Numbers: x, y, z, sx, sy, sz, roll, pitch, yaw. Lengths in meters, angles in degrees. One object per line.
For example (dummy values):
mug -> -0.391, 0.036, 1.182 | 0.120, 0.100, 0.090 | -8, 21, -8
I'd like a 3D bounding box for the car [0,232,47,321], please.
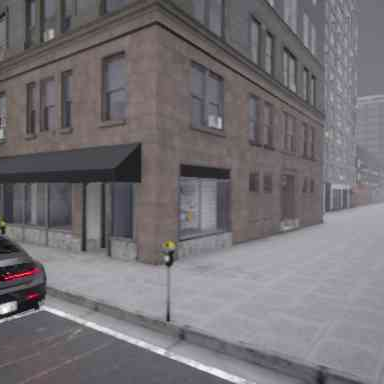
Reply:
car -> -4.701, 1.437, 6.288 | 4.892, 1.490, 1.837 | 1, 0, 35
